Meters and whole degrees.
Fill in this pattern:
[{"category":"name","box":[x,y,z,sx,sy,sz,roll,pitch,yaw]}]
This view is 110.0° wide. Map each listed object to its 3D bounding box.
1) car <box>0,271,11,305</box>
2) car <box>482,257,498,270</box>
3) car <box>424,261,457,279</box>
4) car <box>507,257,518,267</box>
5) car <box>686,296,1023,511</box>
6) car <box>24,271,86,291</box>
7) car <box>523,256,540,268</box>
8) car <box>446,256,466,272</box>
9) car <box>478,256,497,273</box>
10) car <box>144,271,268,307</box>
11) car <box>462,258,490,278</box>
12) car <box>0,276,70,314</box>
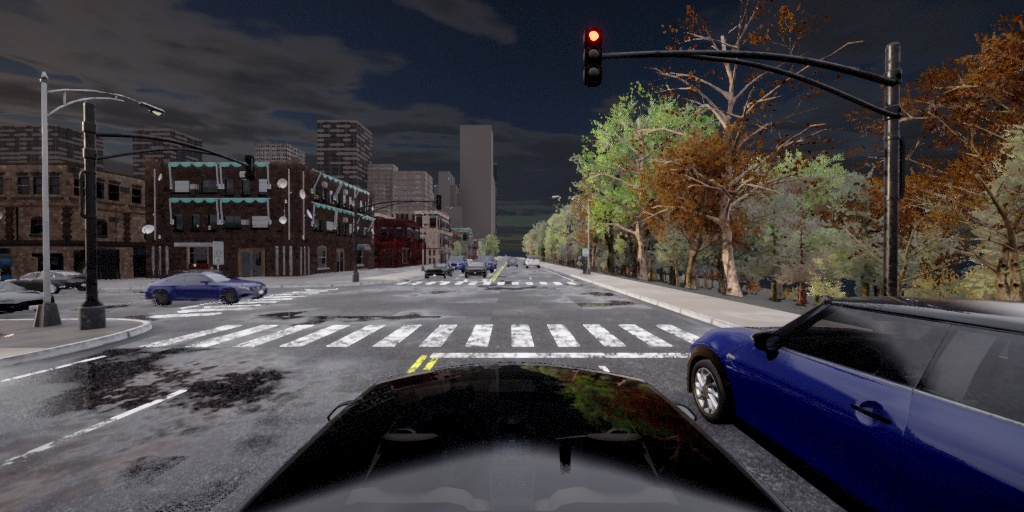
[{"category":"car","box":[-26.291,1.522,16.075,5.008,1.535,1.882,0,1,0]},{"category":"car","box":[-3.321,1.083,54.318,2.097,1.767,4.553,0,0,0]},{"category":"car","box":[-6.594,1.341,32.785,1.895,1.301,4.718,0,0,0]},{"category":"car","box":[0.110,1.274,63.730,2.033,1.411,5.357,0,0,0]},{"category":"car","box":[3.351,1.102,2.900,2.097,1.767,4.553,0,0,0]},{"category":"car","box":[-28.276,1.560,21.875,4.403,1.370,2.007,0,0,0]},{"category":"car","box":[3.361,0.947,59.064,2.150,2.045,5.566,0,0,0]},{"category":"car","box":[-6.575,0.958,43.226,2.150,2.045,5.566,0,0,0]},{"category":"car","box":[-3.333,0.957,44.047,2.150,2.045,5.566,0,0,0]},{"category":"car","box":[-13.766,1.414,16.246,4.674,1.442,1.812,-1,1,-2]},{"category":"car","box":[-3.340,1.218,34.015,1.882,1.535,5.008,0,0,-2]},{"category":"car","box":[-19.944,1.565,13.361,4.313,1.339,1.948,0,0,0]}]
